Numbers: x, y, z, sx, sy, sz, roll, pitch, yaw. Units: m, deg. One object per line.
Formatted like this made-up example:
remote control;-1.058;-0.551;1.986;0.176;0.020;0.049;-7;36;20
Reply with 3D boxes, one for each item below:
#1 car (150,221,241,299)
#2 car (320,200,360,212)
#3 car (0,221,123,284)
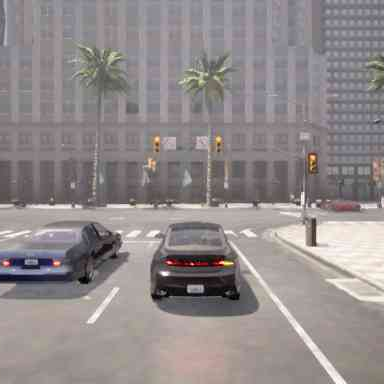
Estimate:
car;0.076;1.504;8.424;1.837;1.490;4.892;0;0;0
car;17.130;1.560;38.502;4.181;1.385;1.994;0;0;0
car;-3.421;1.546;9.618;2.033;1.411;5.357;0;0;0
